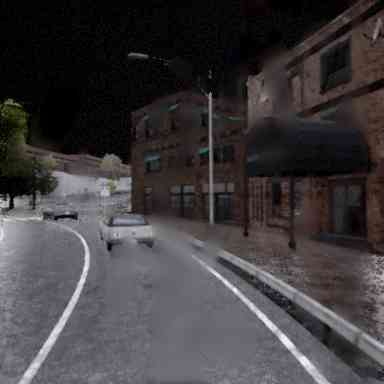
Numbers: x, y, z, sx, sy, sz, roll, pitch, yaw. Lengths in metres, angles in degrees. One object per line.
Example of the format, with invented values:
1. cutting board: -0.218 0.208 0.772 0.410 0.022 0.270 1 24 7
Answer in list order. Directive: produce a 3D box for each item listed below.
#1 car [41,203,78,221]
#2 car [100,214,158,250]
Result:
1. car: -11.318 1.665 28.342 1.994 1.385 4.181 0 -1 -40
2. car: -2.954 1.610 14.562 1.895 1.301 4.718 0 0 -20
